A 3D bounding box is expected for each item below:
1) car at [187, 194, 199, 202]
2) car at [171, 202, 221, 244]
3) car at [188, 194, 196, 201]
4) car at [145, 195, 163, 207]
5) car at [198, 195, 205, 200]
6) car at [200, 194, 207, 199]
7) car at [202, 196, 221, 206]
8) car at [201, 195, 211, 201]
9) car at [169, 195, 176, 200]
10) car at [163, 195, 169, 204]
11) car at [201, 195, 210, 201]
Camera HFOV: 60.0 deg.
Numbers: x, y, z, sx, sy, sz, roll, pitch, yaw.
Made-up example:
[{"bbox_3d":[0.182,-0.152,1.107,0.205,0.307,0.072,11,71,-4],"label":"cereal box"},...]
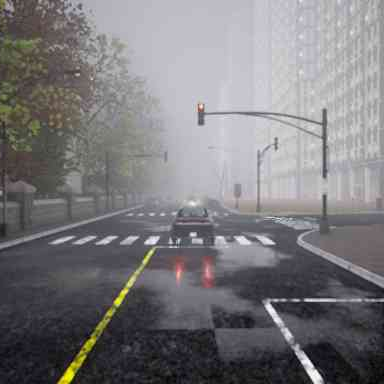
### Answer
[{"bbox_3d":[-0.035,1.397,70.472,1.837,1.490,4.892,0,0,0],"label":"car"},{"bbox_3d":[0.061,1.463,15.497,2.128,1.511,4.902,0,0,0],"label":"car"},{"bbox_3d":[-0.039,1.273,79.638,1.837,1.490,4.892,0,0,0],"label":"car"},{"bbox_3d":[-5.713,1.506,47.982,1.802,1.307,4.206,0,0,0],"label":"car"},{"bbox_3d":[2.646,1.444,93.044,2.008,1.369,4.403,0,0,0],"label":"car"},{"bbox_3d":[2.665,1.483,53.619,1.947,1.339,4.313,0,0,0],"label":"car"},{"bbox_3d":[2.670,1.496,42.353,1.947,1.339,4.313,0,0,0],"label":"car"},{"bbox_3d":[2.667,1.489,47.986,1.947,1.339,4.313,0,0,0],"label":"car"},{"bbox_3d":[-5.732,1.440,87.408,1.887,1.381,4.507,0,0,0],"label":"car"},{"bbox_3d":[-5.718,1.352,59.247,1.967,1.590,4.097,0,0,0],"label":"car"},{"bbox_3d":[3.111,1.424,77.665,1.812,1.442,4.674,0,0,0],"label":"car"}]
